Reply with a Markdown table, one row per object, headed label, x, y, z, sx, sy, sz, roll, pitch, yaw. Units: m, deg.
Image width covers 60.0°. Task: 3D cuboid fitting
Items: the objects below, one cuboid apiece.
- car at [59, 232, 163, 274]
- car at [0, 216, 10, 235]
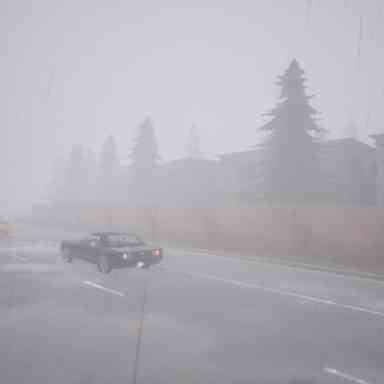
| label | x | y | z | sx | sy | sz | roll | pitch | yaw |
| --- | --- | --- | --- | --- | --- | --- | --- | --- | --- |
| car | -3.284 | 2.182 | 12.741 | 1.895 | 1.301 | 4.718 | 4 | -4 | -44 |
| car | -15.309 | 2.421 | 24.996 | 1.882 | 1.535 | 5.008 | 4 | -4 | -44 |
